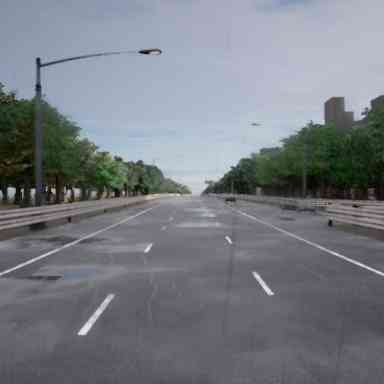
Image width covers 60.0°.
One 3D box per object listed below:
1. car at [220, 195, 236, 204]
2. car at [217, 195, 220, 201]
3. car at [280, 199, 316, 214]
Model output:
[{"bbox_3d":[6.937,1.259,61.372,1.837,1.490,4.892,0,0,-4],"label":"car"},{"bbox_3d":[6.967,1.315,79.003,2.033,1.411,5.357,0,0,0],"label":"car"},{"bbox_3d":[11.061,1.448,35.132,1.994,1.385,4.181,0,0,-18],"label":"car"}]
